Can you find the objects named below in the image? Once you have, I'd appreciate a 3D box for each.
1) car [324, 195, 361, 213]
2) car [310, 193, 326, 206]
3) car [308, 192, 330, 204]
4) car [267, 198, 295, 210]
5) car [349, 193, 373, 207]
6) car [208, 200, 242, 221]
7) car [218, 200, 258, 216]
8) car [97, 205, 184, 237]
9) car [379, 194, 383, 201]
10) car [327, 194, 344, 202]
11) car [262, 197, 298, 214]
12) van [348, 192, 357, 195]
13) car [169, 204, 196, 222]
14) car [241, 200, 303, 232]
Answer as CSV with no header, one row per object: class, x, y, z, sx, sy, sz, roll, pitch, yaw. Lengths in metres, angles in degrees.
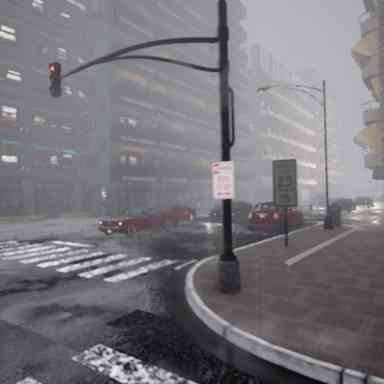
car,14.667,1.248,32.312,1.947,1.339,4.313,-1,0,36
car,18.382,1.252,47.054,2.128,1.511,4.902,-2,-1,36
car,21.263,1.045,55.552,2.192,1.841,5.009,-1,0,36
car,11.244,1.426,41.829,1.947,1.339,4.313,-1,0,36
car,21.348,1.138,41.460,1.887,1.381,4.507,-1,0,36
car,3.125,1.432,26.337,1.837,1.490,4.892,-2,-1,36
car,4.560,1.500,32.680,2.008,1.369,4.403,-1,0,36
car,-2.804,1.608,18.196,1.895,1.301,4.718,-2,-1,35
car,34.714,0.975,59.756,2.008,1.369,4.403,-1,0,36
car,27.951,1.198,64.698,2.008,1.369,4.403,-1,0,36
car,9.255,1.350,34.715,1.837,1.490,4.892,-2,-1,36
van,37.970,0.868,78.421,1.690,1.788,3.998,-1,0,36
car,-1.472,1.576,24.576,1.887,1.381,4.507,-1,0,36
car,4.732,1.252,18.528,1.967,1.590,4.097,-1,0,36
